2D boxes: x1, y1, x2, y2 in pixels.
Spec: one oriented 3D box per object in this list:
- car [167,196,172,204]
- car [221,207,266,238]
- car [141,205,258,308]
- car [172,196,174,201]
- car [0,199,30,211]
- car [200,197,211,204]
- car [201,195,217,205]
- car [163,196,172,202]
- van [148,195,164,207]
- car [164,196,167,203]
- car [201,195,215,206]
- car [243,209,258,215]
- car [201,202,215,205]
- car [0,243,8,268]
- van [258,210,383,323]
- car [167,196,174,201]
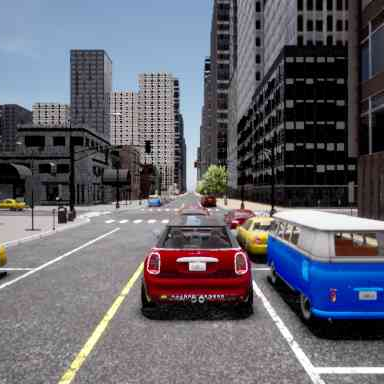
[{"bbox_3d":[-5.727,1.529,67.204,1.967,1.590,4.097,0,0,0],"label":"car"},{"bbox_3d":[2.678,1.587,18.250,1.802,1.307,4.206,0,0,0],"label":"car"},{"bbox_3d":[0.095,1.352,8.065,2.097,1.767,4.553,0,0,0],"label":"car"},{"bbox_3d":[-5.729,1.653,72.727,2.008,1.369,4.403,0,0,0],"label":"car"},{"bbox_3d":[-21.428,1.469,38.455,4.829,1.417,1.752,0,0,0],"label":"car"},{"bbox_3d":[2.654,1.655,67.211,1.947,1.339,4.313,0,0,0],"label":"car"},{"bbox_3d":[2.661,1.369,50.638,2.192,1.841,5.009,0,0,0],"label":"car"},{"bbox_3d":[-5.732,1.668,78.251,2.008,1.369,4.403,0,0,0],"label":"car"},{"bbox_3d":[-5.719,1.395,50.632,1.690,1.788,3.998,0,0,0],"label":"van"},{"bbox_3d":[-5.721,1.505,56.155,1.967,1.590,4.097,0,0,0],"label":"car"},{"bbox_3d":[2.658,1.380,56.162,2.192,1.841,5.009,0,0,0],"label":"car"},{"bbox_3d":[2.681,1.527,12.758,1.752,1.417,4.829,0,0,0],"label":"car"},{"bbox_3d":[0.091,1.482,17.271,1.882,1.535,5.008,0,0,0],"label":"car"},{"bbox_3d":[-5.696,1.525,6.749,1.752,1.417,4.829,0,0,0],"label":"car"},{"bbox_3d":[2.684,1.341,6.923,1.690,1.788,3.998,0,0,0],"label":"van"},{"bbox_3d":[-5.738,1.673,89.129,1.752,1.417,4.829,0,0,0],"label":"car"}]
